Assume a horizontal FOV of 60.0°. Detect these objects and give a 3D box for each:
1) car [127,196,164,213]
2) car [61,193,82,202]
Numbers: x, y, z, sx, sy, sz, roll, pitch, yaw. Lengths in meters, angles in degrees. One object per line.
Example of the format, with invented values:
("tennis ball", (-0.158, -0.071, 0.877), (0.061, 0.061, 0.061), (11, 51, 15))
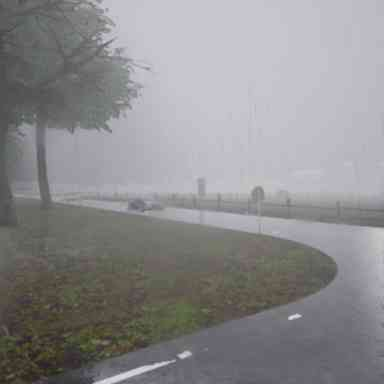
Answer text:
("car", (-4.211, 1.087, 29.907), (1.994, 1.385, 4.181), (-1, 2, -36))
("car", (-17.640, 0.805, 48.745), (1.895, 1.301, 4.718), (-1, 1, -35))
